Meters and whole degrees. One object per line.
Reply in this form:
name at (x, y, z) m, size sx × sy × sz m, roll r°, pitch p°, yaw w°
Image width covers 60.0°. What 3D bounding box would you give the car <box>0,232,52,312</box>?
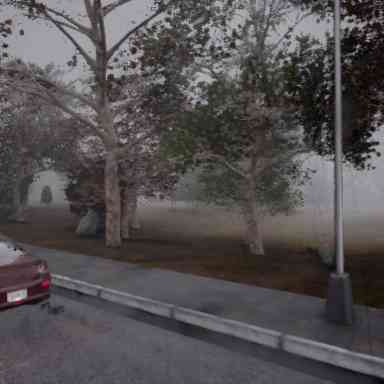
car at (-4.696, 1.496, 6.727) m, size 4.674 × 1.442 × 1.812 m, roll 0°, pitch 0°, yaw 36°
